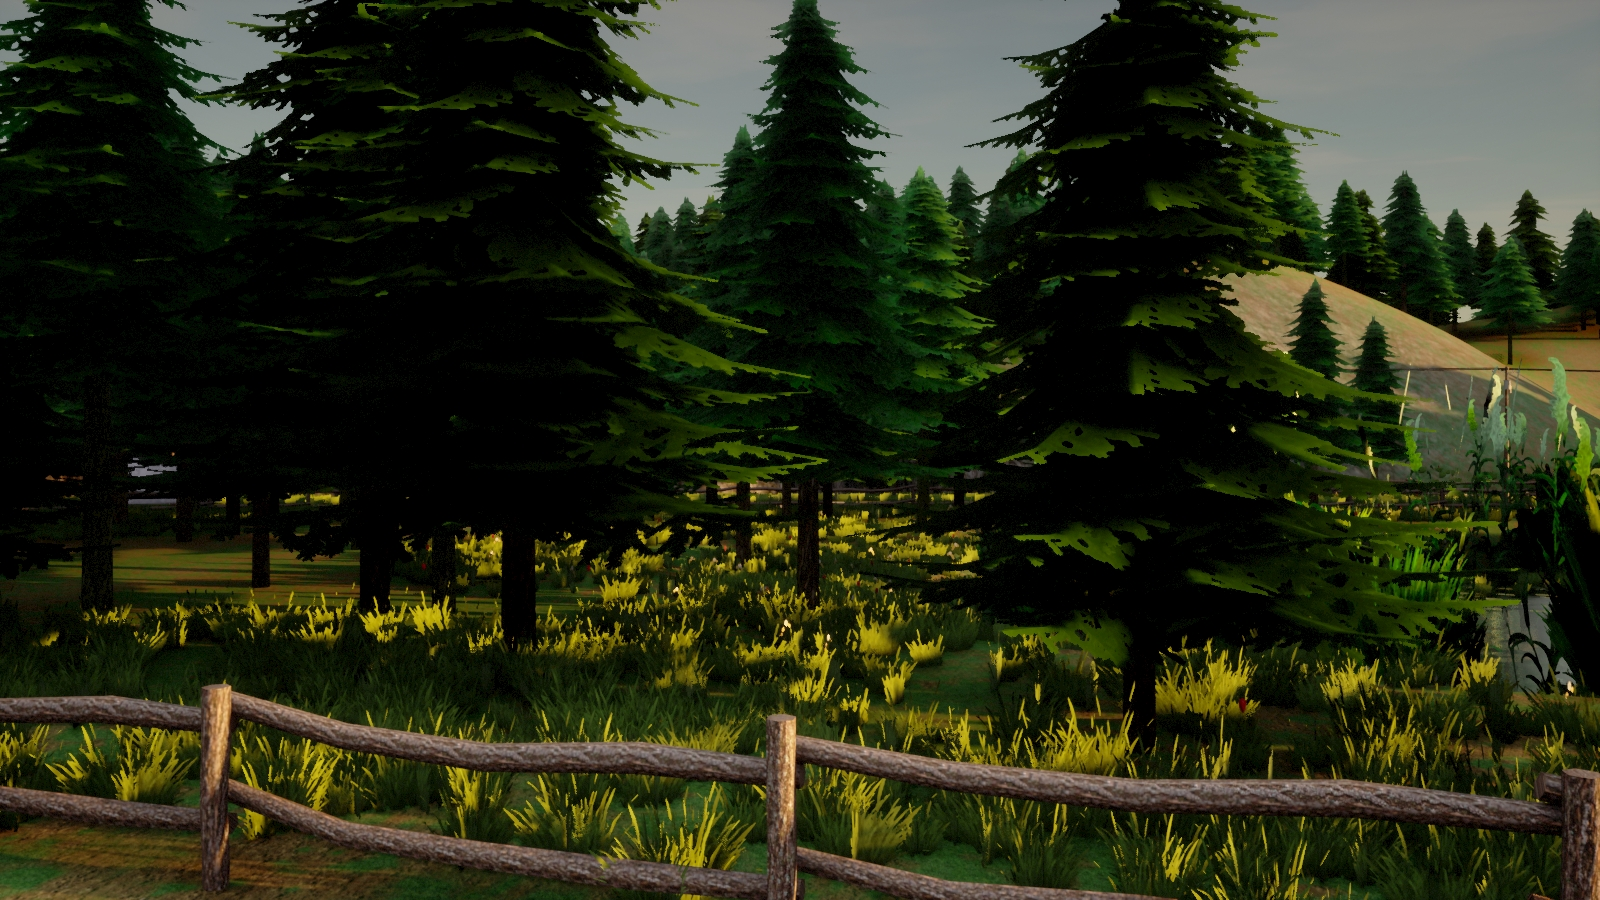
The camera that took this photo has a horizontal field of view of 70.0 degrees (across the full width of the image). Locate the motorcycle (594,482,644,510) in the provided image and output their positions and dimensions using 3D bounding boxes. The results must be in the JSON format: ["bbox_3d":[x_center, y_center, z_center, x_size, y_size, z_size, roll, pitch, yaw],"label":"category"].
[{"bbox_3d":[-8.563,2.178,54.110,2.209,1.251,0.867,0,0,14],"label":"motorcycle"}]
